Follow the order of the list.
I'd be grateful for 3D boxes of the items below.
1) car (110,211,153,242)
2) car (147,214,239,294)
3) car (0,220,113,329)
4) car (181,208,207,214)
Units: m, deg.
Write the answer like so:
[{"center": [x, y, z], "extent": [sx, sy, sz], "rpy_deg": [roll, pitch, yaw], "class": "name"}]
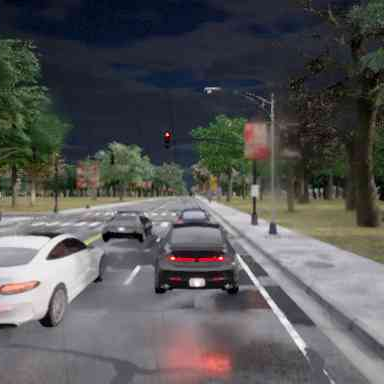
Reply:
[{"center": [-3.151, 1.633, 16.857], "extent": [1.994, 1.385, 4.181], "rpy_deg": [0, 0, 0], "class": "car"}, {"center": [0.100, 1.539, 8.870], "extent": [1.837, 1.490, 4.892], "rpy_deg": [0, -1, 0], "class": "car"}, {"center": [-3.151, 1.554, 6.916], "extent": [1.812, 1.442, 4.674], "rpy_deg": [0, 0, 0], "class": "car"}, {"center": [0.099, 1.599, 17.938], "extent": [1.812, 1.442, 4.674], "rpy_deg": [0, 0, 0], "class": "car"}]
